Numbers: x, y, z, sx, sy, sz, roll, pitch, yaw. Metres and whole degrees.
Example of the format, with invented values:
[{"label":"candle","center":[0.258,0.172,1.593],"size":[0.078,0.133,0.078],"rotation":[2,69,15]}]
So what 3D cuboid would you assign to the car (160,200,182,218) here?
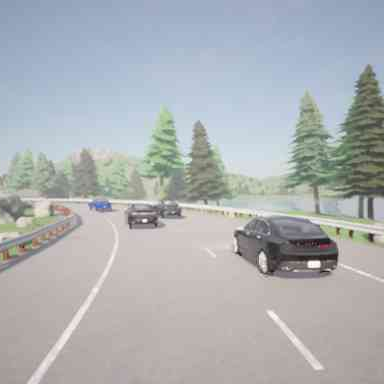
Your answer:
[{"label":"car","center":[-2.400,1.482,29.697],"size":[2.128,1.511,4.902],"rotation":[0,0,-21]}]

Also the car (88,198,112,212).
[{"label":"car","center":[-11.044,1.502,39.673],"size":[1.882,1.535,5.008],"rotation":[0,0,-29]}]

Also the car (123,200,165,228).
[{"label":"car","center":[-3.447,1.492,22.021],"size":[2.128,1.511,4.902],"rotation":[0,0,-16]}]

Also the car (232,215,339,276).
[{"label":"car","center":[2.607,1.486,10.375],"size":[1.837,1.490,4.892],"rotation":[0,0,-8]}]
